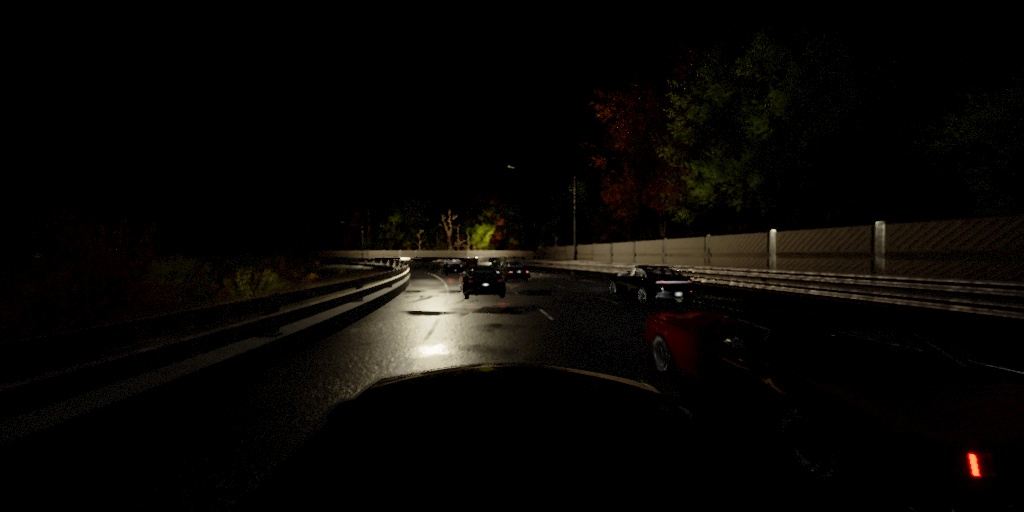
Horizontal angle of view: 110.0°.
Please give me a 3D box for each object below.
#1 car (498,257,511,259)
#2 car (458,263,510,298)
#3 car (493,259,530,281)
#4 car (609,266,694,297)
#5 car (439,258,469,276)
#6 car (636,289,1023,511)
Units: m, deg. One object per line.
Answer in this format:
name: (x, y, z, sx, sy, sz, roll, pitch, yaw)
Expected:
car: (-1.022, 0.956, 42.861, 2.097, 1.767, 4.553, 0, 0, -18)
car: (-1.533, 1.256, 18.111, 1.994, 1.385, 4.181, 0, 0, -10)
car: (-0.130, 1.202, 28.466, 2.033, 1.411, 5.357, 0, 0, -15)
car: (5.905, 1.190, 15.792, 2.128, 1.511, 4.902, 0, 0, -8)
car: (-6.023, 1.123, 35.511, 2.128, 1.511, 4.902, 0, 0, -19)
car: (3.457, 1.340, 4.565, 1.895, 1.301, 4.718, 0, 0, -2)
